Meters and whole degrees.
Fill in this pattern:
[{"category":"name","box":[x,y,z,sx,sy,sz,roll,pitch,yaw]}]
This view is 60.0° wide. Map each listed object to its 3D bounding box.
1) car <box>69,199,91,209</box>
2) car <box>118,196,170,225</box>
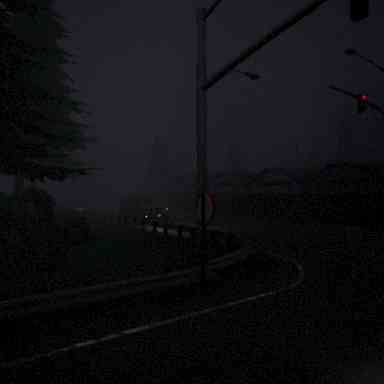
[{"category":"car","box":[-15.898,1.626,47.264,1.994,1.385,4.181,-1,0,2]},{"category":"car","box":[-3.910,1.316,26.005,2.150,2.045,5.566,-1,0,-35]}]
